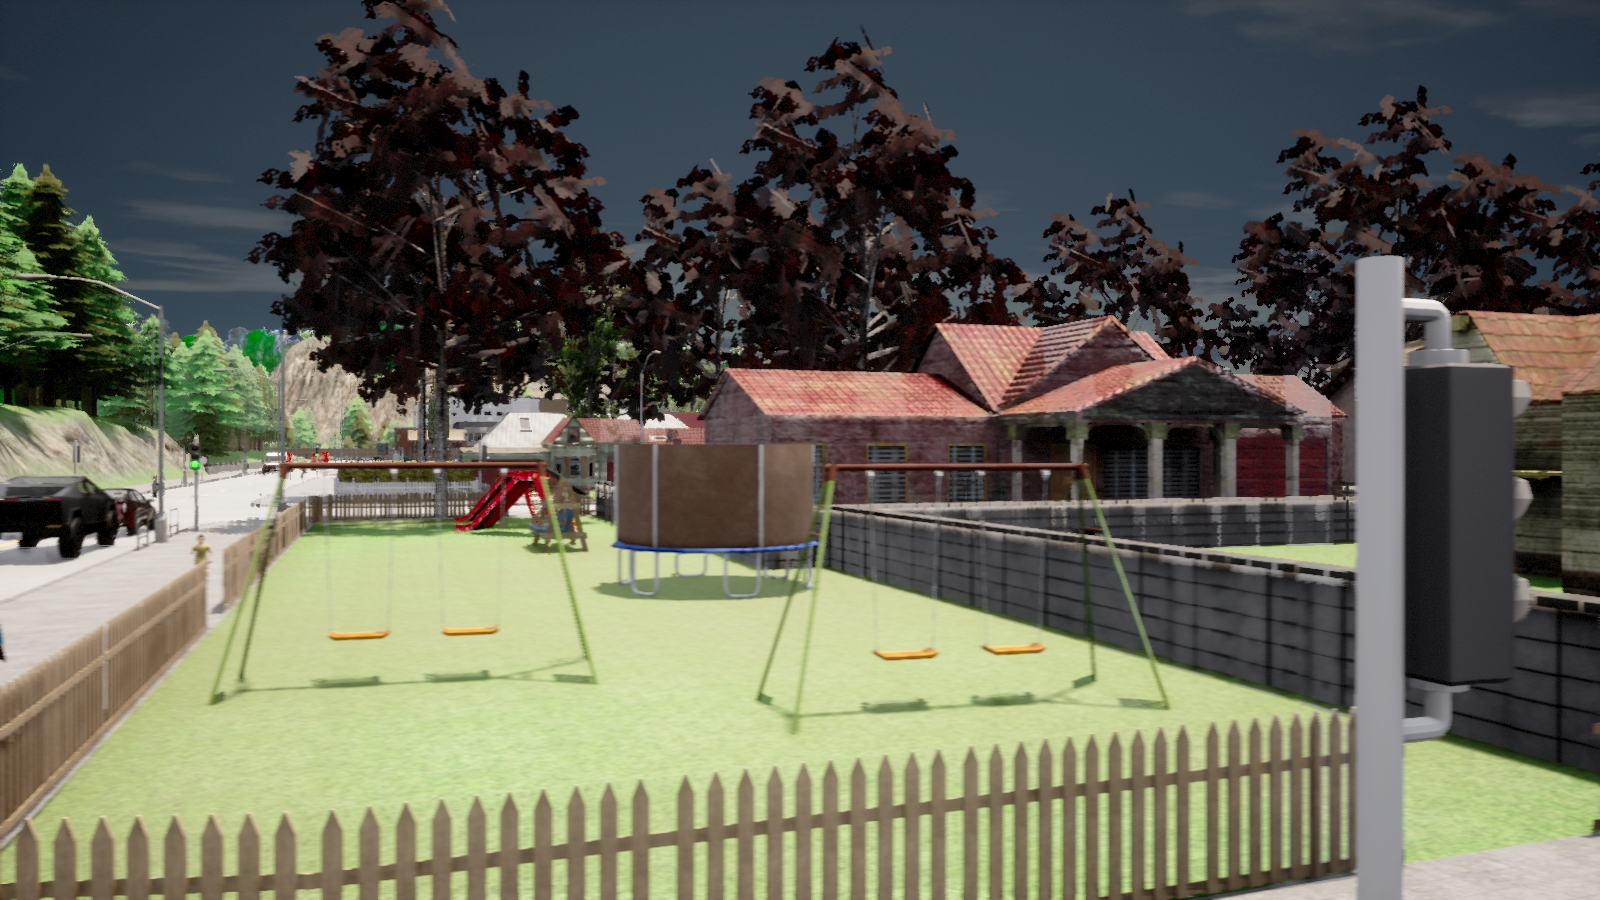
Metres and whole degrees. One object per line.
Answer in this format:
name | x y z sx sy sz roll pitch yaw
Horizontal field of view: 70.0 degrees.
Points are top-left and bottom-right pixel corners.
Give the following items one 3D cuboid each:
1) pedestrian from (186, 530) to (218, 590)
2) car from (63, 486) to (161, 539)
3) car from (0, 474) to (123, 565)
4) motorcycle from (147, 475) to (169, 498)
pedestrian | -11.635 2.125 22.233 0.500 1.100 0.500 0 0 -23
car | -23.130 2.040 38.589 2.007 1.525 4.514 0 0 -20
car | -20.293 1.754 30.799 2.390 2.098 6.274 0 0 -20
motorcycle | -37.904 2.155 67.508 0.764 1.307 2.356 0 0 -20
